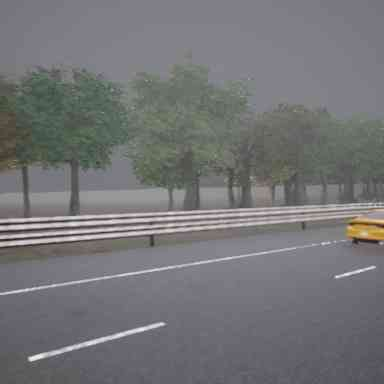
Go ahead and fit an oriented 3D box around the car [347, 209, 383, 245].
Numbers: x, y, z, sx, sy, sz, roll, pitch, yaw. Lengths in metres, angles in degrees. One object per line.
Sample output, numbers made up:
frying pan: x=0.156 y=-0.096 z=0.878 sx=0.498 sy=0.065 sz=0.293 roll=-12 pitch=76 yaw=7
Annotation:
car: x=8.636 y=1.450 z=14.209 sx=5.008 sy=1.535 sz=1.882 roll=0 pitch=0 yaw=-35
